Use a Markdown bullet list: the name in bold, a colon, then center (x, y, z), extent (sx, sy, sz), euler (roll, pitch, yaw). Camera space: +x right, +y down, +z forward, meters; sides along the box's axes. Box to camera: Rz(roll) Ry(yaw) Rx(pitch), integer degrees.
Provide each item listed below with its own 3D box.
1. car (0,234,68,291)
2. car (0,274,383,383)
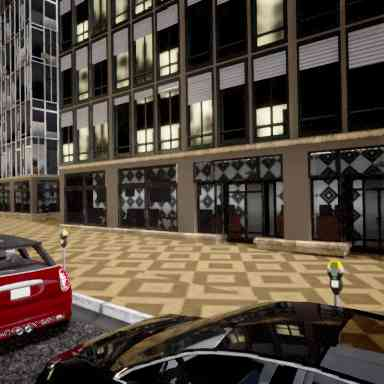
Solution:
- **car**: center (-3.948, 1.441, 5.844), extent (4.097, 1.590, 1.967), euler (0, -1, 37)
- **car**: center (0.627, 1.566, 2.465), extent (4.313, 1.339, 1.947), euler (0, -1, 36)
